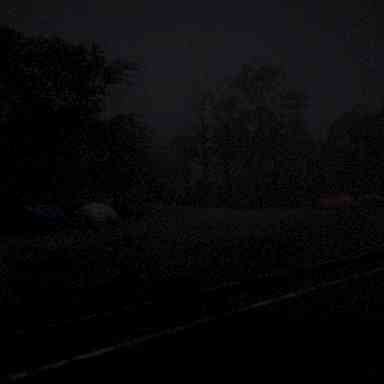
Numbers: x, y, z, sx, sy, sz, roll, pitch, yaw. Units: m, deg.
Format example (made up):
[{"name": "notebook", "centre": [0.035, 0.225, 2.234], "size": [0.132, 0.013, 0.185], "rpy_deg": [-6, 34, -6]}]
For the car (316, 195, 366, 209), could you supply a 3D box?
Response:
[{"name": "car", "centre": [16.804, 1.124, 38.490], "size": [2.097, 1.535, 5.008], "rpy_deg": [-1, 0, -35]}]

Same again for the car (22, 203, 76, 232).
[{"name": "car", "centre": [-8.968, 1.410, 20.147], "size": [2.097, 1.535, 5.008], "rpy_deg": [-1, 0, -35]}]

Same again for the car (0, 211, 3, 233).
[{"name": "car", "centre": [-11.627, 1.442, 18.239], "size": [2.231, 1.521, 4.892], "rpy_deg": [-1, 0, -35]}]

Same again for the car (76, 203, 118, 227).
[{"name": "car", "centre": [-6.398, 1.421, 21.967], "size": [2.002, 1.452, 4.674], "rpy_deg": [-1, 0, -35]}]

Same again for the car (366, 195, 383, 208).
[{"name": "car", "centre": [21.333, 1.093, 41.729], "size": [2.097, 1.535, 5.008], "rpy_deg": [0, 0, -35]}]
